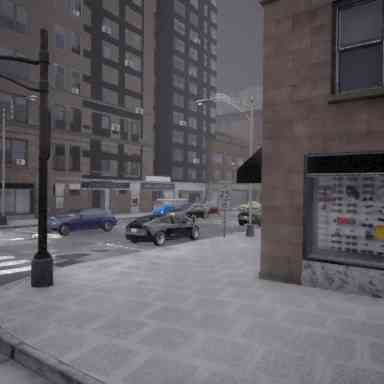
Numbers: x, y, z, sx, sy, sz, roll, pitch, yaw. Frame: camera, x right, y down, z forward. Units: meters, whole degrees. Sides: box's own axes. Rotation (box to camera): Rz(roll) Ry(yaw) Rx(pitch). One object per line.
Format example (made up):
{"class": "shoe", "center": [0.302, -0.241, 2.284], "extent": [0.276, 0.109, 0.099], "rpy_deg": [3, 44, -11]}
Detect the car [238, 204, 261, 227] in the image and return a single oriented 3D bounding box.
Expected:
{"class": "car", "center": [5.066, 1.851, 25.380], "extent": [1.947, 1.339, 4.313], "rpy_deg": [0, 0, 36]}

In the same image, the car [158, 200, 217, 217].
{"class": "car", "center": [-0.273, 1.684, 28.156], "extent": [2.128, 1.511, 4.902], "rpy_deg": [1, 0, 35]}

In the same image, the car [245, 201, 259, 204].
{"class": "car", "center": [7.698, 1.824, 43.604], "extent": [1.752, 1.417, 4.829], "rpy_deg": [0, 0, 36]}

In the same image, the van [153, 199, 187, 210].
{"class": "van", "center": [-1.845, 1.503, 30.367], "extent": [1.690, 1.788, 3.998], "rpy_deg": [0, 0, 36]}

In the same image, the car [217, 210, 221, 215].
{"class": "car", "center": [1.368, 1.646, 34.826], "extent": [1.967, 1.590, 4.097], "rpy_deg": [0, 0, 36]}

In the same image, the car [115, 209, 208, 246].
{"class": "car", "center": [-1.364, 1.765, 16.464], "extent": [1.947, 1.339, 4.313], "rpy_deg": [0, 0, 36]}

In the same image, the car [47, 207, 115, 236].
{"class": "car", "center": [-6.503, 1.634, 19.508], "extent": [1.812, 1.442, 4.674], "rpy_deg": [1, 0, 37]}
